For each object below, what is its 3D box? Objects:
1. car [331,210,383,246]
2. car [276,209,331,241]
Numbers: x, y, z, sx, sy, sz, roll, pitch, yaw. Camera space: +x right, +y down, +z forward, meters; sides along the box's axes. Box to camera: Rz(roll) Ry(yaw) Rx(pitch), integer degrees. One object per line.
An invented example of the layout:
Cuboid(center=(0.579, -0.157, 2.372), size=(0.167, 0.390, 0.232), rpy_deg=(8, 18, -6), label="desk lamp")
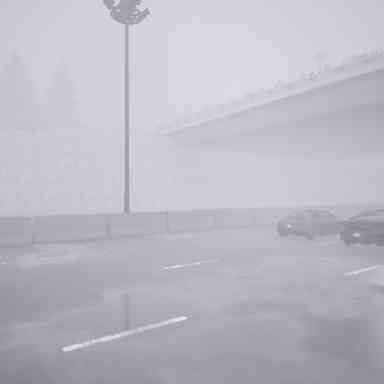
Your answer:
Cuboid(center=(8.269, 1.482, 14.066), size=(5.008, 1.535, 1.882), rpy_deg=(0, 0, -35), label="car")
Cuboid(center=(6.236, 1.569, 16.916), size=(4.181, 1.385, 1.994), rpy_deg=(0, 0, -35), label="car")
